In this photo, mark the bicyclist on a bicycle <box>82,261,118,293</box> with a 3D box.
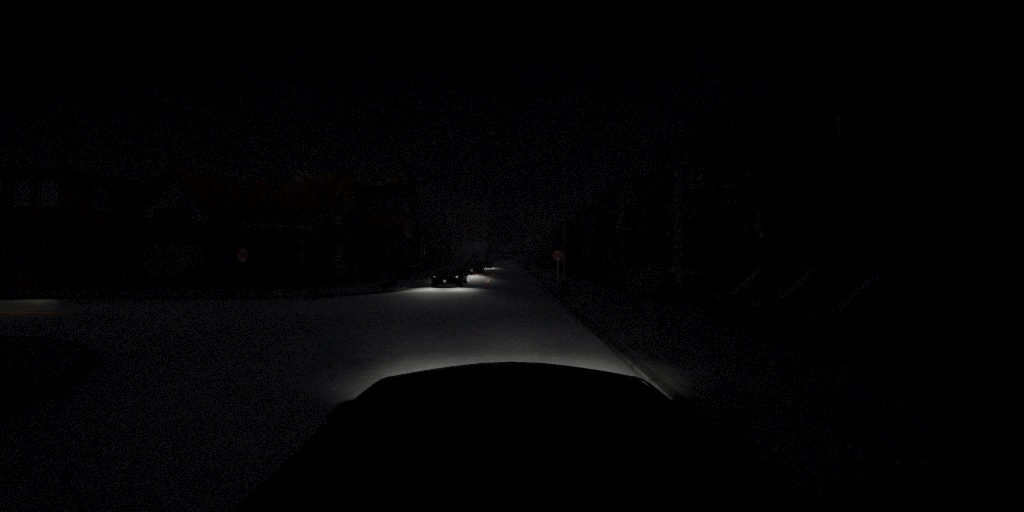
[{"bbox_3d":[-21.605,1.091,18.841,0.582,1.620,1.656,0,0,0],"label":"bicyclist on a bicycle"}]

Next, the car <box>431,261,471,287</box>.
[{"bbox_3d":[-4.139,1.265,24.360,1.812,1.442,4.674,0,0,0],"label":"car"}]

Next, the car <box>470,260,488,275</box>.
[{"bbox_3d":[-4.150,1.224,39.344,2.128,1.511,4.902,0,0,0],"label":"car"}]

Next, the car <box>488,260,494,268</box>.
[{"bbox_3d":[-4.087,1.287,60.806,1.994,1.385,4.181,0,0,0],"label":"car"}]
